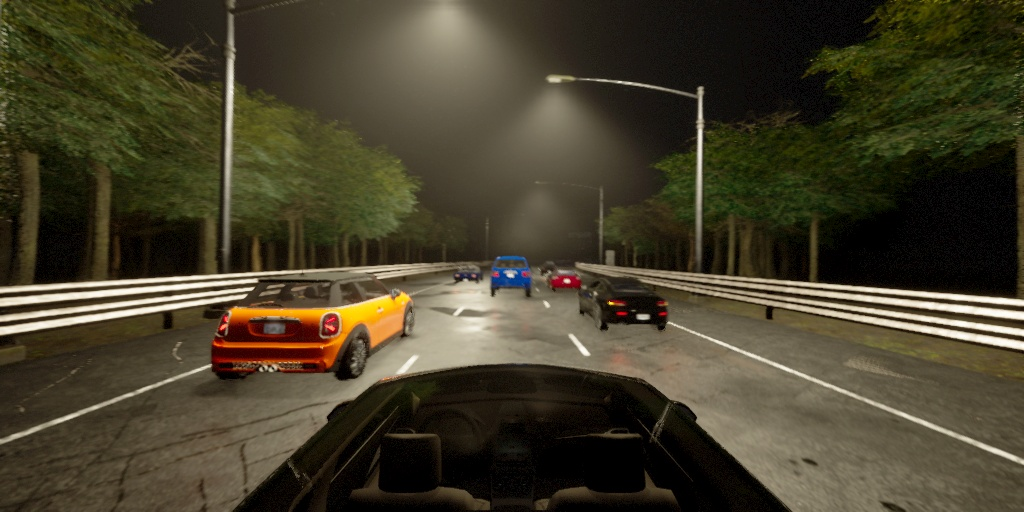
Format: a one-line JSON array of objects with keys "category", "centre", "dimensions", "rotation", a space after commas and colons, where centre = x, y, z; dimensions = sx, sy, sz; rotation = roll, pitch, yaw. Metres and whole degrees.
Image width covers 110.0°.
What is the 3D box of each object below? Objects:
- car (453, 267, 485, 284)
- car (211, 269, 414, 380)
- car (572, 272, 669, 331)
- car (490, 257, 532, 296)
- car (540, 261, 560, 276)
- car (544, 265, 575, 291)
[{"category": "car", "centre": [-3.317, 1.510, 28.638], "dimensions": [1.895, 1.301, 4.718], "rotation": [1, 0, 2]}, {"category": "car", "centre": [-3.532, 1.104, 7.396], "dimensions": [2.097, 1.767, 4.553], "rotation": [1, 0, -1]}, {"category": "car", "centre": [3.308, 1.387, 11.376], "dimensions": [1.812, 1.442, 4.674], "rotation": [1, 0, 0]}, {"category": "car", "centre": [-0.035, 1.108, 20.525], "dimensions": [2.150, 2.045, 5.566], "rotation": [1, -1, 1]}, {"category": "car", "centre": [4.360, 1.620, 42.660], "dimensions": [1.812, 1.442, 4.674], "rotation": [1, 0, 4]}, {"category": "car", "centre": [3.431, 1.519, 23.978], "dimensions": [1.994, 1.385, 4.181], "rotation": [1, 0, 2]}]
